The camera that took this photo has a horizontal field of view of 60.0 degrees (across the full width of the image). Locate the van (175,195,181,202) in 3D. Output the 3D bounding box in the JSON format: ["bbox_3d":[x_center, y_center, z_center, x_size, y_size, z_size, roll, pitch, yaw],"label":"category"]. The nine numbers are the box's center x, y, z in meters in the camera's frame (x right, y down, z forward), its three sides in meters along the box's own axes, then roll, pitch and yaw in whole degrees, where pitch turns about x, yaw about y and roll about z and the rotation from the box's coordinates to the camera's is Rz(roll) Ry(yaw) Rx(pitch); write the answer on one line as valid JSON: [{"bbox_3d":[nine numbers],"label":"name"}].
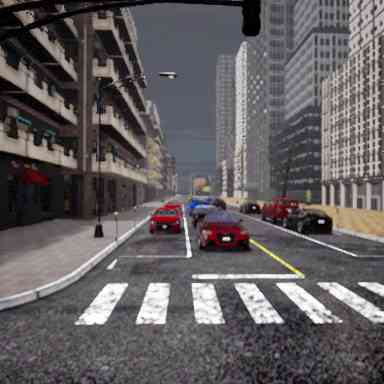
[{"bbox_3d":[-3.570,1.587,85.908,1.690,1.788,3.998,0,0,-2],"label":"van"}]

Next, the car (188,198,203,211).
[{"bbox_3d":[0.369,1.621,44.204,1.837,1.490,4.892,0,0,-2],"label":"car"}]

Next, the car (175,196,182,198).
[{"bbox_3d":[-2.359,1.641,47.096,1.752,1.417,4.829,0,0,-2],"label":"car"}]

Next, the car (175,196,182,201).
[{"bbox_3d":[-3.744,1.812,91.427,1.887,1.381,4.507,0,0,-2],"label":"car"}]

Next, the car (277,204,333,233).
[{"bbox_3d":[6.874,1.639,19.925,1.947,1.339,4.313,0,0,-2],"label":"car"}]

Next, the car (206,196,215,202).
[{"bbox_3d":[4.806,1.827,86.168,2.008,1.369,4.403,0,0,-2],"label":"car"}]

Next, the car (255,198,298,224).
[{"bbox_3d":[6.703,1.402,25.447,2.192,1.841,5.009,0,0,-2],"label":"car"}]

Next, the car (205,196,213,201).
[{"bbox_3d":[4.633,1.848,91.689,2.008,1.369,4.403,0,0,-2],"label":"car"}]

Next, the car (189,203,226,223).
[{"bbox_3d":[0.967,1.662,23.394,1.895,1.301,4.718,0,0,-2],"label":"car"}]

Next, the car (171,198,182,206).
[{"bbox_3d":[-2.710,1.715,58.306,1.947,1.339,4.313,0,0,-2],"label":"car"}]

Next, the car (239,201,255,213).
[{"bbox_3d":[6.356,1.682,36.486,1.947,1.339,4.313,0,0,-2],"label":"car"}]

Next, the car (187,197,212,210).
[{"bbox_3d":[0.653,1.566,33.794,1.882,1.535,5.008,0,0,-2],"label":"car"}]

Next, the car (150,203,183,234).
[{"bbox_3d":[-1.502,1.587,19.665,1.887,1.381,4.507,0,0,-2],"label":"car"}]

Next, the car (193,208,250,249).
[{"bbox_3d":[1.240,1.604,14.619,1.994,1.385,4.181,0,0,-2],"label":"car"}]

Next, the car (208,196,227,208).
[{"bbox_3d":[3.467,1.633,44.224,1.837,1.490,4.892,0,0,-1],"label":"car"}]

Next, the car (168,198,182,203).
[{"bbox_3d":[-2.020,1.630,36.225,1.887,1.381,4.507,0,0,-2],"label":"car"}]

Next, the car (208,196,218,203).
[{"bbox_3d":[4.979,1.696,80.648,1.967,1.590,4.097,0,0,-2],"label":"car"}]

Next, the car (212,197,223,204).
[{"bbox_3d":[5.322,1.782,69.607,1.947,1.339,4.313,0,0,-2],"label":"car"}]
